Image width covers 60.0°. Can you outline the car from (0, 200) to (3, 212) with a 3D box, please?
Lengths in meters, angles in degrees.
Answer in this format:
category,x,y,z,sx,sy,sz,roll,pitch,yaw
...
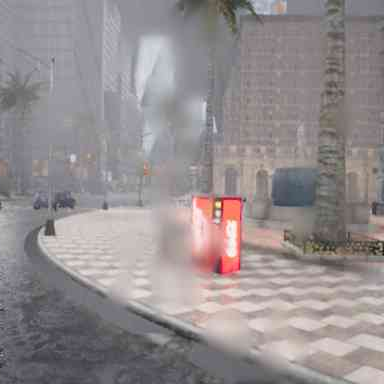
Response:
category,x,y,z,sx,sy,sz,roll,pitch,yaw
car,-15.740,0.715,24.088,2.097,1.767,4.553,1,1,-3

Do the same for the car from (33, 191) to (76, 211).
category,x,y,z,sx,sy,sz,roll,pitch,yaw
car,-12.430,0.717,30.389,2.097,1.767,4.553,1,1,5

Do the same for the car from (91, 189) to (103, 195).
category,x,y,z,sx,sy,sz,roll,pitch,yaw
car,-24.232,-0.024,84.724,2.161,1.482,4.786,1,1,1

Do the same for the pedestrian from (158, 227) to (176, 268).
category,x,y,z,sx,sy,sz,roll,pitch,yaw
pedestrian,-0.690,1.409,8.647,0.500,1.100,0.500,1,1,-42

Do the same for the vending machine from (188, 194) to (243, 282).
category,x,y,z,sx,sy,sz,roll,pitch,yaw
vending machine,0.622,1.112,8.737,1.100,2.100,0.880,1,1,-43
